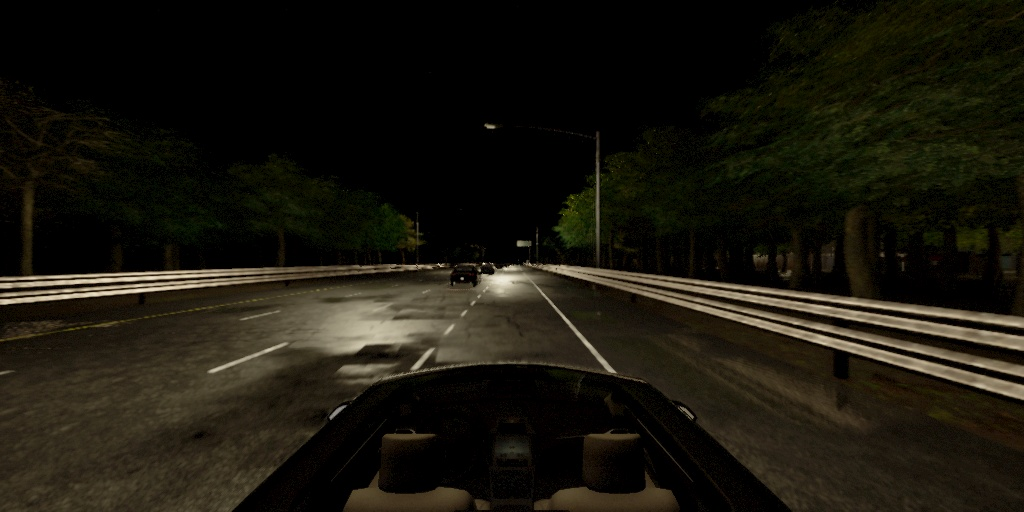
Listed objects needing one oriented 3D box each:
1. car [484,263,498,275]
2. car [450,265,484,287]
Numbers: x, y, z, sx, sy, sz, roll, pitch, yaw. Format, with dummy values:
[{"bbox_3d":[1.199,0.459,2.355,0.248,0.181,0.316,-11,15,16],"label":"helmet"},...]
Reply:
[{"bbox_3d":[-3.388,1.879,48.585,1.994,1.385,4.181,0,-1,0],"label":"car"},{"bbox_3d":[-3.468,1.464,27.445,1.882,1.535,5.008,0,-1,0],"label":"car"}]
